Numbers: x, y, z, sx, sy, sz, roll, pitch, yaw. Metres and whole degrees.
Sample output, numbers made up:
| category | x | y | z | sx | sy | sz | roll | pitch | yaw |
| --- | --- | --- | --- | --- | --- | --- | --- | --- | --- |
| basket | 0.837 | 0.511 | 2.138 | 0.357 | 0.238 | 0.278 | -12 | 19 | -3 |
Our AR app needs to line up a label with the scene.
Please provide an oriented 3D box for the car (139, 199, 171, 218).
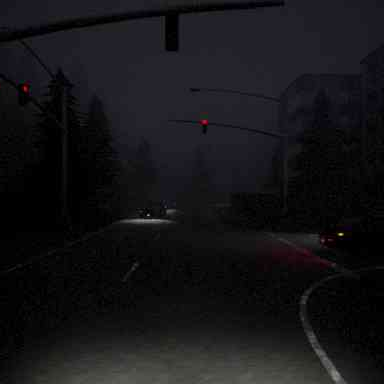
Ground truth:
| category | x | y | z | sx | sy | sz | roll | pitch | yaw |
| --- | --- | --- | --- | --- | --- | --- | --- | --- | --- |
| car | -3.468 | 1.547 | 30.306 | 2.033 | 1.411 | 5.357 | 0 | 0 | 3 |

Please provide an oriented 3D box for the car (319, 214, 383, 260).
| category | x | y | z | sx | sy | sz | roll | pitch | yaw |
| --- | --- | --- | --- | --- | --- | --- | --- | --- | --- |
| car | 6.950 | 1.526 | 11.771 | 4.674 | 1.442 | 1.812 | 0 | 0 | 2 |

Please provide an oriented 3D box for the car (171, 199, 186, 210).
| category | x | y | z | sx | sy | sz | roll | pitch | yaw |
| --- | --- | --- | --- | --- | --- | --- | --- | --- | --- |
| car | -2.331 | 1.600 | 44.081 | 1.895 | 1.301 | 4.718 | 0 | 0 | 14 |

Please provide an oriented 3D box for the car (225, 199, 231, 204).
| category | x | y | z | sx | sy | sz | roll | pitch | yaw |
| --- | --- | --- | --- | --- | --- | --- | --- | --- | --- |
| car | 8.524 | 1.551 | 61.693 | 5.357 | 1.411 | 2.033 | 0 | 0 | -40 |
